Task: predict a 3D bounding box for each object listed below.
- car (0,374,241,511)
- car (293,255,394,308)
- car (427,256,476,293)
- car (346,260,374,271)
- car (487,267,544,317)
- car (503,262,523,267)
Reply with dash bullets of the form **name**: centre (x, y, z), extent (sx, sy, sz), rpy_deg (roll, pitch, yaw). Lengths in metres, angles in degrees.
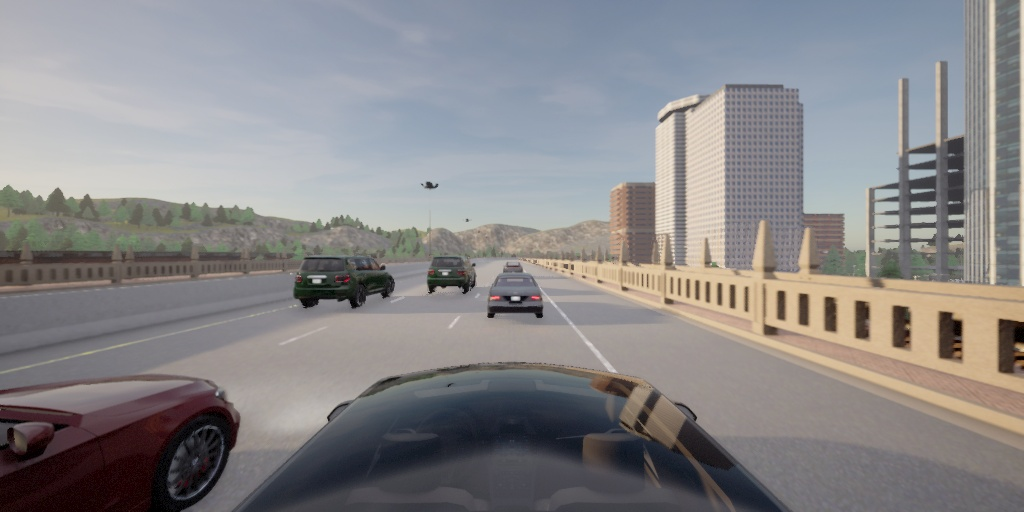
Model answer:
- **car**: centre (-3.413, 1.276, 1.333), extent (1.812, 1.442, 4.674), rpy_deg (0, 0, 0)
- **car**: centre (-6.895, 0.986, 15.365), extent (2.150, 2.045, 5.566), rpy_deg (0, 0, 0)
- **car**: centre (-3.393, 0.994, 20.915), extent (2.150, 2.045, 5.566), rpy_deg (0, 0, 0)
- **car**: centre (-20.997, 1.323, 49.799), extent (1.837, 1.490, 4.892), rpy_deg (0, -1, 0)
- **car**: centre (0.105, 1.308, 13.124), extent (2.033, 1.411, 5.357), rpy_deg (0, 0, 0)
- **car**: centre (0.112, 1.283, 34.438), extent (2.128, 1.511, 4.902), rpy_deg (0, 0, 0)
